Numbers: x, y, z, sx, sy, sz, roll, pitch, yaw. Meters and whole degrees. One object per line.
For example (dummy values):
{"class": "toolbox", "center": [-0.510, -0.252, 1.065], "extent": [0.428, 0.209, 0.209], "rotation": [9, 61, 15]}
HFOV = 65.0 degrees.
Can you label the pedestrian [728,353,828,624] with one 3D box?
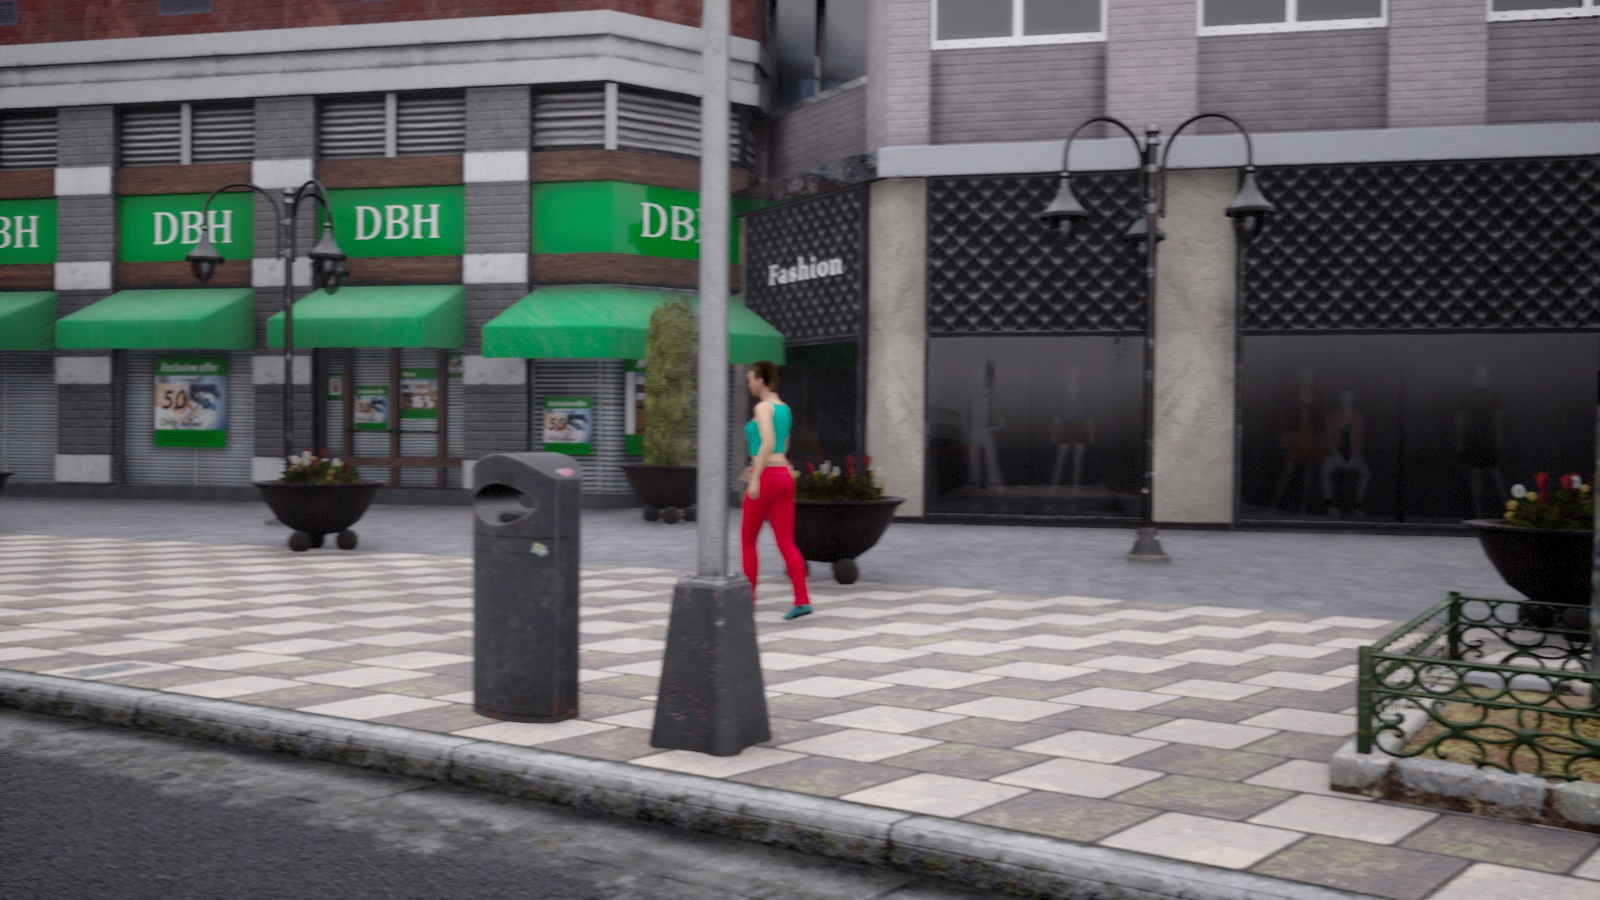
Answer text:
{"class": "pedestrian", "center": [-0.154, 0.262, 8.819], "extent": [0.594, 1.836, 0.345], "rotation": [0, 1, 34]}
